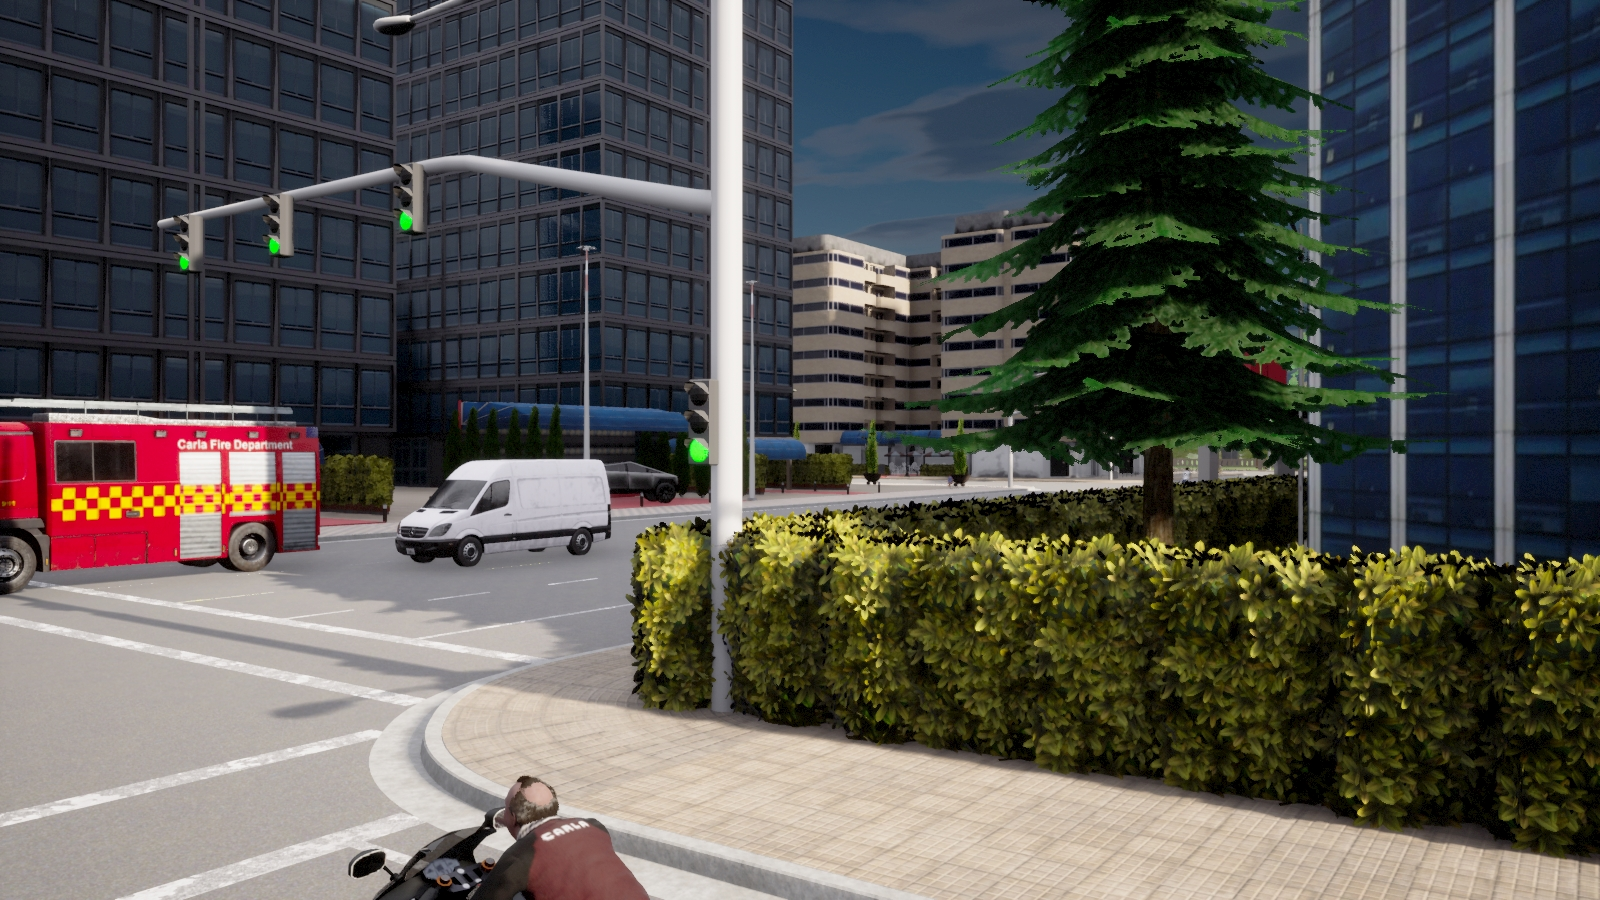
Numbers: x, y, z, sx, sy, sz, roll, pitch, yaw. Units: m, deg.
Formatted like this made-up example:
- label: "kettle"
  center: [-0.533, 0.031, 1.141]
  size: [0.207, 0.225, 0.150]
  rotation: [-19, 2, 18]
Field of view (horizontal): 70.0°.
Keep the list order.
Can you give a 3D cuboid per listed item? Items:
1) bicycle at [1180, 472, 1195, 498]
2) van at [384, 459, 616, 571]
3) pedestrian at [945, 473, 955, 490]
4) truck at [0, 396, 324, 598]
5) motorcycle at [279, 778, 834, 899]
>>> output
- label: "bicycle"
  center: [22.967, 2.055, 67.692]
  size: [0.373, 1.496, 1.643]
  rotation: [0, 0, 35]
- label: "van"
  center: [-7.573, 1.533, 29.577]
  size: [1.988, 2.561, 5.915]
  rotation: [0, 0, 35]
- label: "pedestrian"
  center: [9.908, 2.074, 75.417]
  size: [0.500, 1.100, 0.500]
  rotation: [0, 0, 33]
- label: "truck"
  center: [-14.959, 0.889, 24.598]
  size: [2.891, 3.827, 8.468]
  rotation: [0, 0, 34]
- label: "motorcycle"
  center: [-1.027, 2.205, 4.504]
  size: [2.209, 1.251, 0.867]
  rotation: [0, 0, 35]
